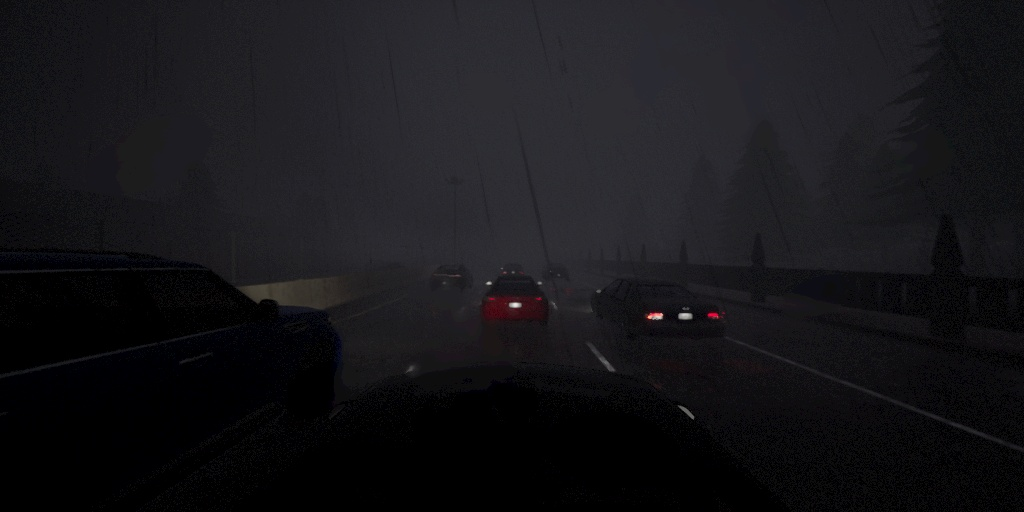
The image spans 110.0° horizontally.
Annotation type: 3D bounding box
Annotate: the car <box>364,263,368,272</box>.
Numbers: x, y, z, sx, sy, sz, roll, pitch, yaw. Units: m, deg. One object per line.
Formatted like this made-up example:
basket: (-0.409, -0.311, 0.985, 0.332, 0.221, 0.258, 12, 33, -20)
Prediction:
car: (-17.603, 1.246, 46.666, 2.128, 1.511, 4.902, 0, 0, 0)

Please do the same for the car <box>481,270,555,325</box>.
car: (0.093, 1.315, 11.823, 1.994, 1.385, 4.181, 0, 0, 0)

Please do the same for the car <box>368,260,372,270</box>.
car: (-14.115, 1.302, 40.927, 2.033, 1.411, 5.357, 0, 0, 0)

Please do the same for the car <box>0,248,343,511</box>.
car: (-3.405, 0.972, 2.584, 2.150, 2.045, 5.566, 0, 0, 0)

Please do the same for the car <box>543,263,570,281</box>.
car: (3.599, 1.278, 29.895, 1.812, 1.442, 4.674, 0, 0, 0)

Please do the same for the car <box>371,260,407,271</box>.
car: (-10.611, 1.318, 32.033, 1.994, 1.385, 4.181, 0, 0, 0)

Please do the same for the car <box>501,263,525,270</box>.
car: (0.086, 1.300, 29.659, 2.033, 1.411, 5.357, 0, 0, 0)

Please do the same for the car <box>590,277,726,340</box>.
car: (3.597, 1.298, 9.953, 2.033, 1.411, 5.357, 0, 0, 0)

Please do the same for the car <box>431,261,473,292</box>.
car: (-3.410, 1.244, 21.056, 2.128, 1.511, 4.902, 0, 0, 0)
